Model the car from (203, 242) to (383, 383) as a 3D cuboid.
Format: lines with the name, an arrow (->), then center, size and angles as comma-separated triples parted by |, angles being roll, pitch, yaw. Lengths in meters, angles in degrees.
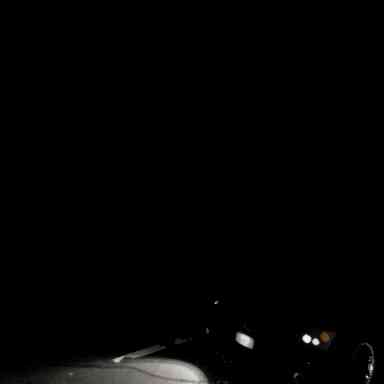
car -> 2.193, 1.514, 5.068 | 4.181, 1.385, 1.994 | -1, 0, -37
